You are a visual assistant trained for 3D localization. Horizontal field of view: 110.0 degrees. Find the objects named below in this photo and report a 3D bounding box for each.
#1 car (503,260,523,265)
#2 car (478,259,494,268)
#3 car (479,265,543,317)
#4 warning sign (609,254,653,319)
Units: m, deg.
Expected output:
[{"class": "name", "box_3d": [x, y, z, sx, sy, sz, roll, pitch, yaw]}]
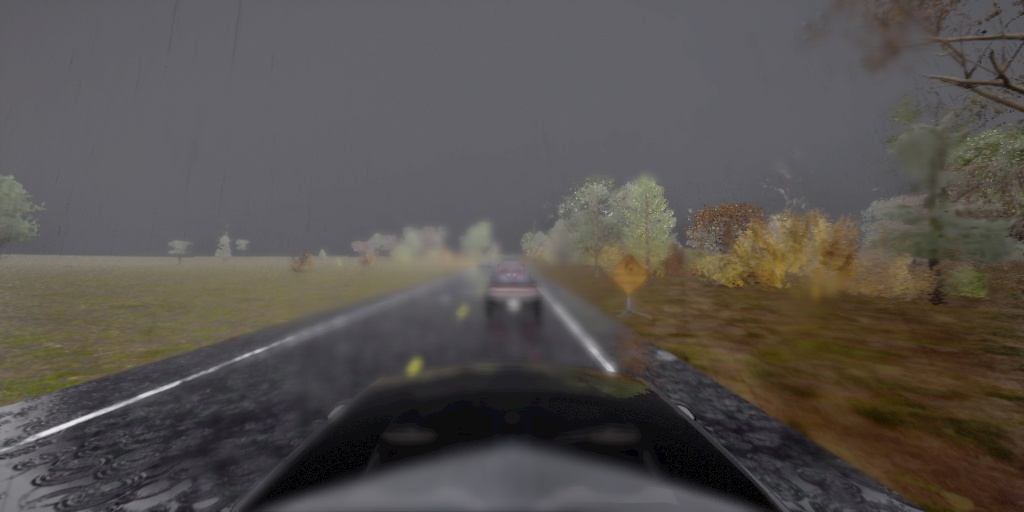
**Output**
[{"class": "car", "box_3d": [0.067, 1.088, 27.952, 2.097, 1.767, 4.553, 0, 0, 0]}, {"class": "car", "box_3d": [-3.583, 1.211, 50.639, 1.837, 1.490, 4.892, 0, 0, 0]}, {"class": "car", "box_3d": [0.071, 1.238, 13.137, 2.128, 1.511, 4.902, 0, 0, 0]}, {"class": "warning sign", "box_3d": [3.550, 0.863, 10.730, 1.300, 1.860, 1.060, 0, 0, 0]}]
